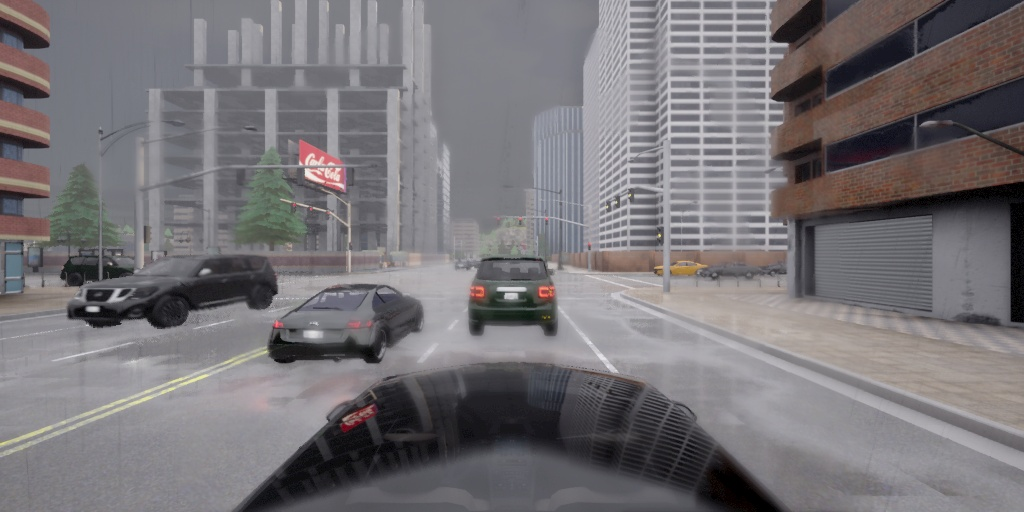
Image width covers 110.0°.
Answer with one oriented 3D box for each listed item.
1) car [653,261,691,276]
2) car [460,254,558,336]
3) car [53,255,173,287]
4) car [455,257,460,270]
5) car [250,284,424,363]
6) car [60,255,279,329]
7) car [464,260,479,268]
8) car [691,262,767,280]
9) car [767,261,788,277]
[{"bbox_3d":[16.292,1.228,34.735,5.008,1.535,1.882,0,0,0],"label":"car"},{"bbox_3d":[0.098,0.971,10.525,2.150,2.045,5.566,0,0,2],"label":"car"},{"bbox_3d":[-26.559,0.972,24.034,5.566,2.045,2.150,0,0,0],"label":"car"},{"bbox_3d":[-6.841,1.241,50.673,2.128,1.511,4.902,0,0,0],"label":"car"},{"bbox_3d":[-3.378,1.314,8.137,1.994,1.385,4.181,0,0,0],"label":"car"},{"bbox_3d":[-10.281,0.971,11.700,2.150,2.045,5.566,0,0,3],"label":"car"},{"bbox_3d":[-6.775,1.314,59.783,1.994,1.385,4.181,0,0,1],"label":"car"},{"bbox_3d":[18.770,1.241,31.234,4.902,1.511,2.128,0,0,0],"label":"car"},{"bbox_3d":[26.228,1.241,34.726,4.902,1.511,2.128,0,0,0],"label":"car"}]
